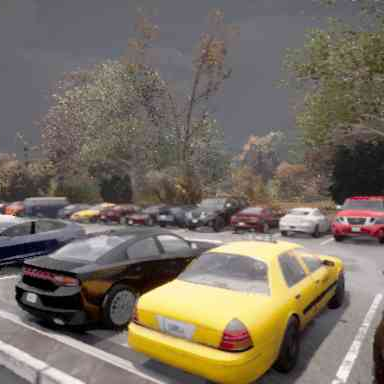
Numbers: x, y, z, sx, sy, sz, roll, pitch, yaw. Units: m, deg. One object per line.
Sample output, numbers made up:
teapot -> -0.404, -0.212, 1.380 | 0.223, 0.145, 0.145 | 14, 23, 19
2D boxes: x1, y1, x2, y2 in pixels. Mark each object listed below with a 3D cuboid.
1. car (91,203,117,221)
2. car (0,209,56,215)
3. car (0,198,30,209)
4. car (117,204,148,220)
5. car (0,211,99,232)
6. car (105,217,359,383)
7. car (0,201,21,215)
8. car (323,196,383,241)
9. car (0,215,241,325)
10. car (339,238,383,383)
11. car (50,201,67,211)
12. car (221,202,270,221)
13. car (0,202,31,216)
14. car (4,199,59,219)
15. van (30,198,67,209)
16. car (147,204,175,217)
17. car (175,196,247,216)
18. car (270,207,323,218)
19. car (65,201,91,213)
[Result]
car -> -5.025, 1.658, 26.103 | 2.097, 1.535, 5.008 | -1, 0, 35
car -> -7.941, 1.595, 12.127 | 2.231, 1.521, 4.892 | -1, 0, 36
car -> -10.212, 1.374, 13.782 | 2.435, 2.045, 5.566 | -1, 0, 35
car -> -2.769, 1.657, 24.469 | 2.163, 1.488, 4.792 | -1, 0, 35
car -> -5.676, 1.595, 10.485 | 2.163, 1.488, 4.792 | -1, 0, 35
car -> 1.299, 1.485, 5.786 | 1.946, 1.575, 5.366 | -1, 0, 35
car -> -23.159, 1.933, 39.043 | 2.097, 1.535, 5.008 | -1, -1, 36
car -> 8.573, 1.239, 16.400 | 2.435, 2.045, 5.566 | -1, 0, 35
car -> -1.093, 1.511, 7.254 | 2.097, 1.535, 5.008 | -1, 0, 35
car -> 3.493, 1.495, 4.033 | 2.163, 1.488, 4.792 | -1, 0, 35
car -> -9.562, 1.761, 29.336 | 2.002, 1.452, 4.674 | -1, 0, 35
car -> 4.052, 1.541, 19.646 | 2.097, 1.535, 5.008 | -1, 0, 35
car -> -20.892, 1.932, 37.421 | 2.002, 1.452, 4.674 | -1, -1, 36
car -> -16.381, 1.691, 34.161 | 2.185, 1.767, 4.553 | -1, 0, 35
van -> -14.033, 1.557, 32.667 | 1.878, 1.987, 4.442 | -1, -1, 35
car -> -0.467, 1.626, 22.902 | 2.163, 1.488, 4.792 | -1, 0, 35
car -> 1.766, 1.316, 21.244 | 2.435, 2.045, 5.566 | -1, 0, 35
car -> 6.221, 1.556, 18.105 | 2.002, 1.452, 4.674 | -1, 0, 35
car -> -7.399, 1.687, 27.572 | 1.946, 1.575, 5.366 | -1, 0, 35
